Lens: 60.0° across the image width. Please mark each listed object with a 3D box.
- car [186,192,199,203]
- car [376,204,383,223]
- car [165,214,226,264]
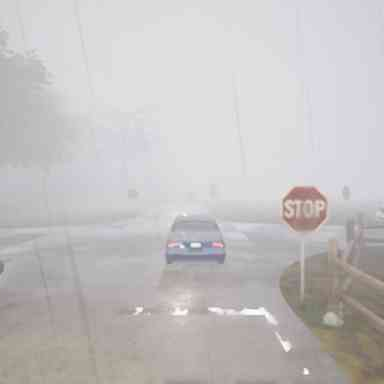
[{"bbox_3d":[0.104,0.957,62.174,2.150,2.045,5.566,0,0,0],"label":"car"},{"bbox_3d":[13.027,0.931,17.928,5.566,2.045,2.150,-1,1,-1],"label":"car"},{"bbox_3d":[0.102,1.478,11.560,2.033,1.411,5.357,0,0,0],"label":"car"}]
